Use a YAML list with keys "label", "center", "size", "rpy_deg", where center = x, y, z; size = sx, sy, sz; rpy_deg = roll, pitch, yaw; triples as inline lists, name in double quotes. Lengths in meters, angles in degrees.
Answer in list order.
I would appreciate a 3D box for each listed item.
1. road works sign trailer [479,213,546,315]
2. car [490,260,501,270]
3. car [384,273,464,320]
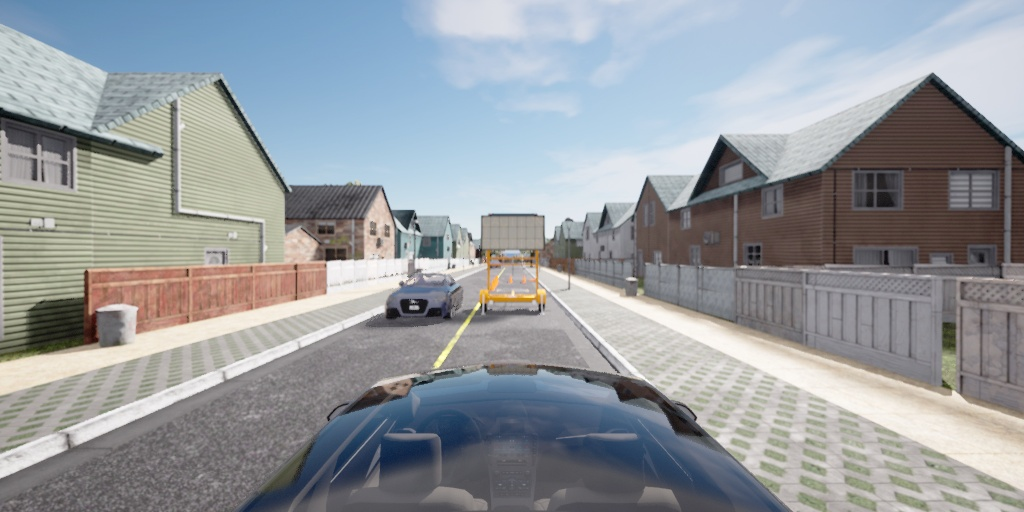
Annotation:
- label: "road works sign trailer"
  center: [0.034, 0.193, 13.506]
  size: [2.380, 3.560, 2.880]
  rpy_deg: [0, 0, 1]
- label: "car"
  center: [-2.697, 1.320, 54.927]
  size: [1.812, 1.442, 4.674]
  rpy_deg: [0, 0, 0]
- label: "car"
  center: [-2.823, 1.295, 12.325]
  size: [1.994, 1.385, 4.181]
  rpy_deg: [0, 0, 0]
